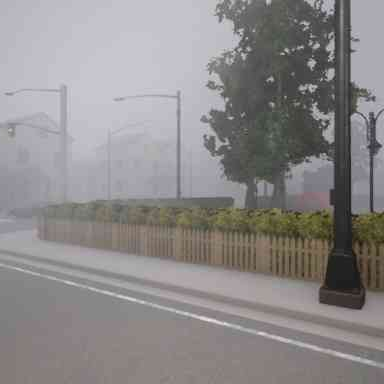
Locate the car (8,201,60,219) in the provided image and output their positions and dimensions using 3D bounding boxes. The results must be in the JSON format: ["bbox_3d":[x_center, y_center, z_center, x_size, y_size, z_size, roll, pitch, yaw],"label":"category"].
[{"bbox_3d":[-13.231,1.539,29.448,2.033,1.411,5.357,0,0,35],"label":"car"}]

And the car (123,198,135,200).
[{"bbox_3d":[-7.286,1.483,37.992,2.128,1.511,4.902,0,0,35],"label":"car"}]
